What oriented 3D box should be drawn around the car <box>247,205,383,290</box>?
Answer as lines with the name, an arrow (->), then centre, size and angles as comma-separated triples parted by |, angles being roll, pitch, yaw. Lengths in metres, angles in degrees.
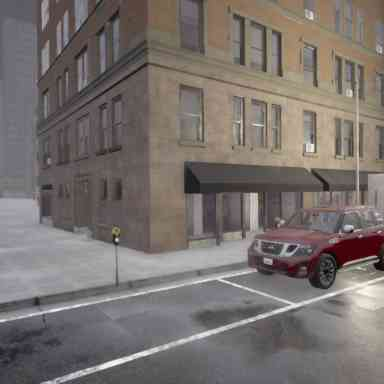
car -> 3.829, 1.313, 9.286 | 5.009, 1.841, 2.192 | 0, -1, -36
